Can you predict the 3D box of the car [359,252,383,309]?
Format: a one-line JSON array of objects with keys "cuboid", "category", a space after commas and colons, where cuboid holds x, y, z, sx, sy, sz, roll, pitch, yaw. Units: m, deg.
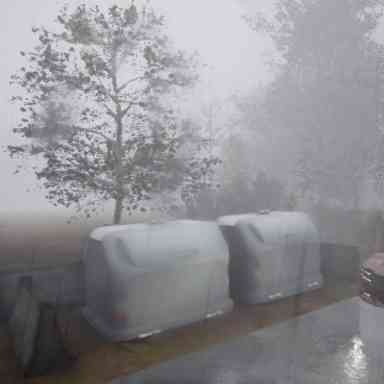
[{"cuboid": [5.446, 1.490, 6.958, 5.008, 1.535, 1.882, 0, 0, -36], "category": "car"}]
